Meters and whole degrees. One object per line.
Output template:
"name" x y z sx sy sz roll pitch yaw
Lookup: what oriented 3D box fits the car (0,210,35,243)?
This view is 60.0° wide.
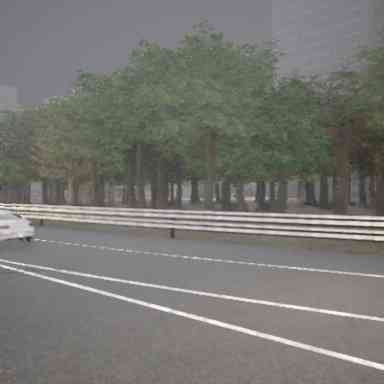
"car" -8.879 1.535 14.757 4.674 1.442 1.812 0 0 33
